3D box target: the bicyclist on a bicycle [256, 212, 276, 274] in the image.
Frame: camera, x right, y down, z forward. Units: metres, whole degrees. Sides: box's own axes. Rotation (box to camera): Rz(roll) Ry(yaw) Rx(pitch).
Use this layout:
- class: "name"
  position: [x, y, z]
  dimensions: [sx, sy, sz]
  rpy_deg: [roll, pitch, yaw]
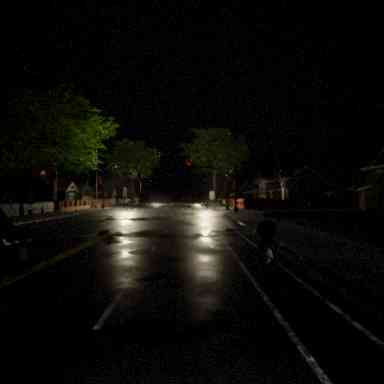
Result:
- class: "bicyclist on a bicycle"
  position: [2.247, 1.495, 10.218]
  dimensions: [0.659, 1.776, 1.843]
  rpy_deg: [0, -1, 0]

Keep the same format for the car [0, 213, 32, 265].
- class: "car"
  position: [-6.604, 1.597, 9.757]
  dimensions: [1.882, 1.535, 5.008]
  rpy_deg: [0, -1, 0]

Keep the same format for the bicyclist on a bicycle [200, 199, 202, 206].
- class: "bicyclist on a bicycle"
  position: [2.220, 2.363, 76.963]
  dimensions: [0.582, 1.620, 1.656]
  rpy_deg: [0, -1, 0]

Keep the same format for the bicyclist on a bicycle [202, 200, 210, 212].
- class: "bicyclist on a bicycle"
  position: [2.231, 2.014, 48.308]
  dimensions: [0.866, 1.612, 1.509]
  rpy_deg: [0, -1, 0]

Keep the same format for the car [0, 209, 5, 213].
- class: "car"
  position: [-9.854, 1.530, 14.645]
  dimensions: [2.097, 1.767, 4.553]
  rpy_deg: [0, -1, 0]
